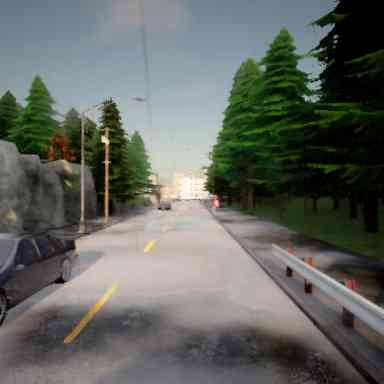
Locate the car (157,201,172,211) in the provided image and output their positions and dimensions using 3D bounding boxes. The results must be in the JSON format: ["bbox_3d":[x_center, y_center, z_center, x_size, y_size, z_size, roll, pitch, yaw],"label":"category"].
[{"bbox_3d":[-3.875,1.978,48.117,2.033,1.411,5.357,0,-1,1],"label":"car"}]

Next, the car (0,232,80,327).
[{"bbox_3d":[-4.088,1.612,7.137,2.033,1.411,5.357,0,-1,0],"label":"car"}]
